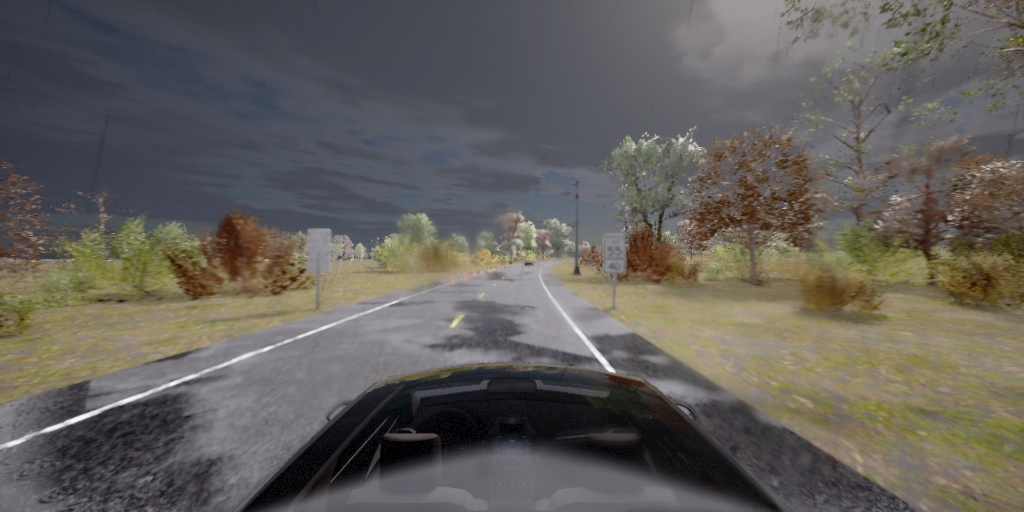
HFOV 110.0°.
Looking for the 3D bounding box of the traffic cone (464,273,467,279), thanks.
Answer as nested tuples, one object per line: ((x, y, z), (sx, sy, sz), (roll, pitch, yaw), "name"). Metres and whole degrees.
((-4.102, 1.764, 31.525), (0.340, 0.580, 0.340), (0, 0, 3), "traffic cone")

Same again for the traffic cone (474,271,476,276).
((-3.790, 1.777, 36.547), (0.340, 0.580, 0.340), (0, 0, 4), "traffic cone")

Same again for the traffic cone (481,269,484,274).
((-3.428, 1.788, 41.566), (0.340, 0.580, 0.340), (0, 0, 4), "traffic cone")

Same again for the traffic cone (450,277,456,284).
((-4.362, 1.751, 26.500), (0.340, 0.580, 0.340), (0, 0, 3), "traffic cone")

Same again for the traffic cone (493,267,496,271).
((-2.555, 1.810, 51.591), (0.340, 0.580, 0.340), (0, 0, 6), "traffic cone")

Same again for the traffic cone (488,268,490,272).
((-3.017, 1.800, 46.581), (0.340, 0.580, 0.340), (0, 0, 5), "traffic cone")

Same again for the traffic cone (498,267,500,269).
((-2.043, 1.820, 56.596), (0.340, 0.580, 0.340), (0, 0, 6), "traffic cone")
